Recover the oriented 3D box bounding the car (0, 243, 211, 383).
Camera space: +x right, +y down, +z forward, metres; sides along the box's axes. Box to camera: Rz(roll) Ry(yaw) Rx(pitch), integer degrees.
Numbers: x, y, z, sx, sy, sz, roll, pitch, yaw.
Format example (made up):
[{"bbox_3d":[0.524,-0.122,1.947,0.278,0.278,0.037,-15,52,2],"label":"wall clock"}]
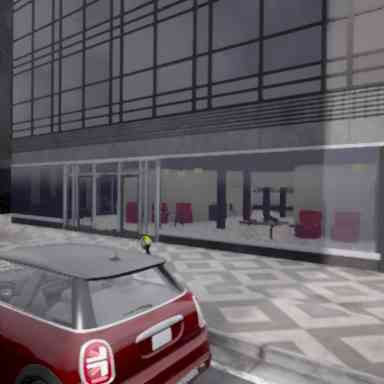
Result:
[{"bbox_3d":[-1.866,1.391,4.289,4.097,1.590,1.967,1,1,35],"label":"car"}]
